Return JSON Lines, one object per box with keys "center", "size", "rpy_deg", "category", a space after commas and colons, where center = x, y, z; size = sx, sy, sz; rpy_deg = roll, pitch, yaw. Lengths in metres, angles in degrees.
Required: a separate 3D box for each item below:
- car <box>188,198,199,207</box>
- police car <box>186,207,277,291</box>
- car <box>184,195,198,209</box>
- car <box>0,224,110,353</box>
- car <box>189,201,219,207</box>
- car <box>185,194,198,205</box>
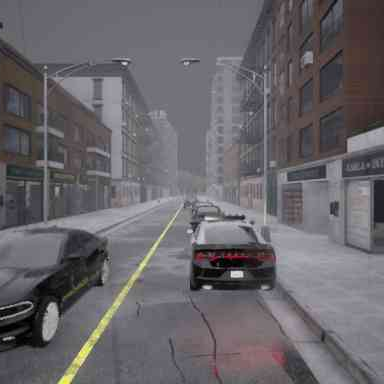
{"center": [0.858, 1.471, 25.058], "size": [1.882, 1.535, 5.008], "rpy_deg": [0, 0, 0], "category": "car"}
{"center": [0.886, 1.424, 9.168], "size": [1.930, 1.638, 5.238], "rpy_deg": [0, 0, 0], "category": "police car"}
{"center": [-0.065, 1.329, 45.947], "size": [2.097, 1.767, 4.553], "rpy_deg": [0, 0, 0], "category": "car"}
{"center": [-3.009, 1.477, 6.513], "size": [1.882, 1.535, 5.008], "rpy_deg": [0, 0, 0], "category": "car"}
{"center": [0.869, 1.501, 19.057], "size": [1.837, 1.490, 4.892], "rpy_deg": [0, 0, 0], "category": "car"}
{"center": [-0.100, 1.314, 59.535], "size": [2.097, 1.767, 4.553], "rpy_deg": [0, 0, 0], "category": "car"}
